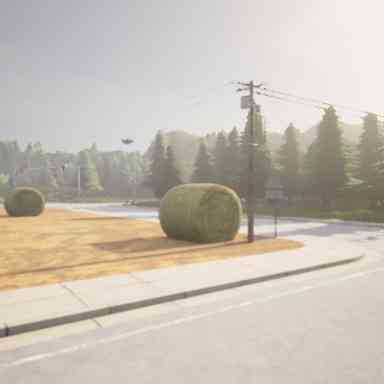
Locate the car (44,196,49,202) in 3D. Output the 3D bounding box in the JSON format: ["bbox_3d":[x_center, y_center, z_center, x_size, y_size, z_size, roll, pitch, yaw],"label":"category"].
[{"bbox_3d":[-36.102,1.693,80.937,1.812,1.442,4.674,1,0,-38],"label":"car"}]
